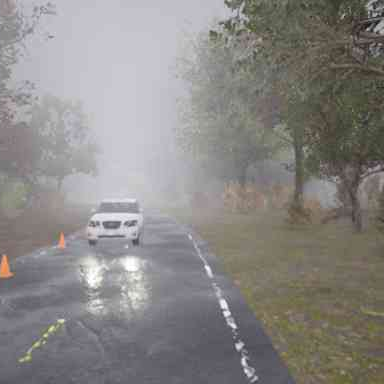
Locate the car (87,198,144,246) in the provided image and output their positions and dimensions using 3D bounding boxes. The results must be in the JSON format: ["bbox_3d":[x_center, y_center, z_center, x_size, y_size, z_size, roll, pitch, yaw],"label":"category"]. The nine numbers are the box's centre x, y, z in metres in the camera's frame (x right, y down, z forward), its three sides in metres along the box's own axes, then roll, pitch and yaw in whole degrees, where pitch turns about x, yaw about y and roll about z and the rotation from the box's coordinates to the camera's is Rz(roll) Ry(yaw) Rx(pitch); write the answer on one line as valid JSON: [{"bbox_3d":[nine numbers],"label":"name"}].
[{"bbox_3d":[-3.539,1.338,16.288,2.150,2.045,5.566,0,0,-5],"label":"car"}]

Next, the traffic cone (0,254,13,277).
[{"bbox_3d":[-5.179,2.022,9.205,0.340,0.580,0.340,0,0,-3],"label":"traffic cone"}]

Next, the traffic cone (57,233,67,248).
[{"bbox_3d":[-5.518,2.056,14.123,0.340,0.580,0.340,0,0,-5],"label":"traffic cone"}]

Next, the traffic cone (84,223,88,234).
[{"bbox_3d":[-5.984,2.091,19.031,0.340,0.580,0.340,0,0,-6],"label":"traffic cone"}]
